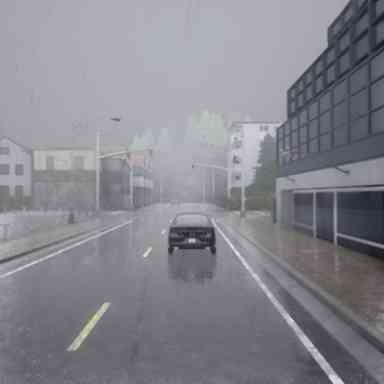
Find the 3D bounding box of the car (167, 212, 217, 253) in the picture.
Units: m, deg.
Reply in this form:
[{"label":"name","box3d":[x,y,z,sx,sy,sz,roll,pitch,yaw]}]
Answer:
[{"label":"car","box3d":[0.006,1.612,14.466,1.882,1.535,5.008,0,0,0]}]

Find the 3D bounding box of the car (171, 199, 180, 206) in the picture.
[{"label":"car","box3d":[-3.492,2.198,71.847,2.033,1.411,5.357,0,-1,0]}]
